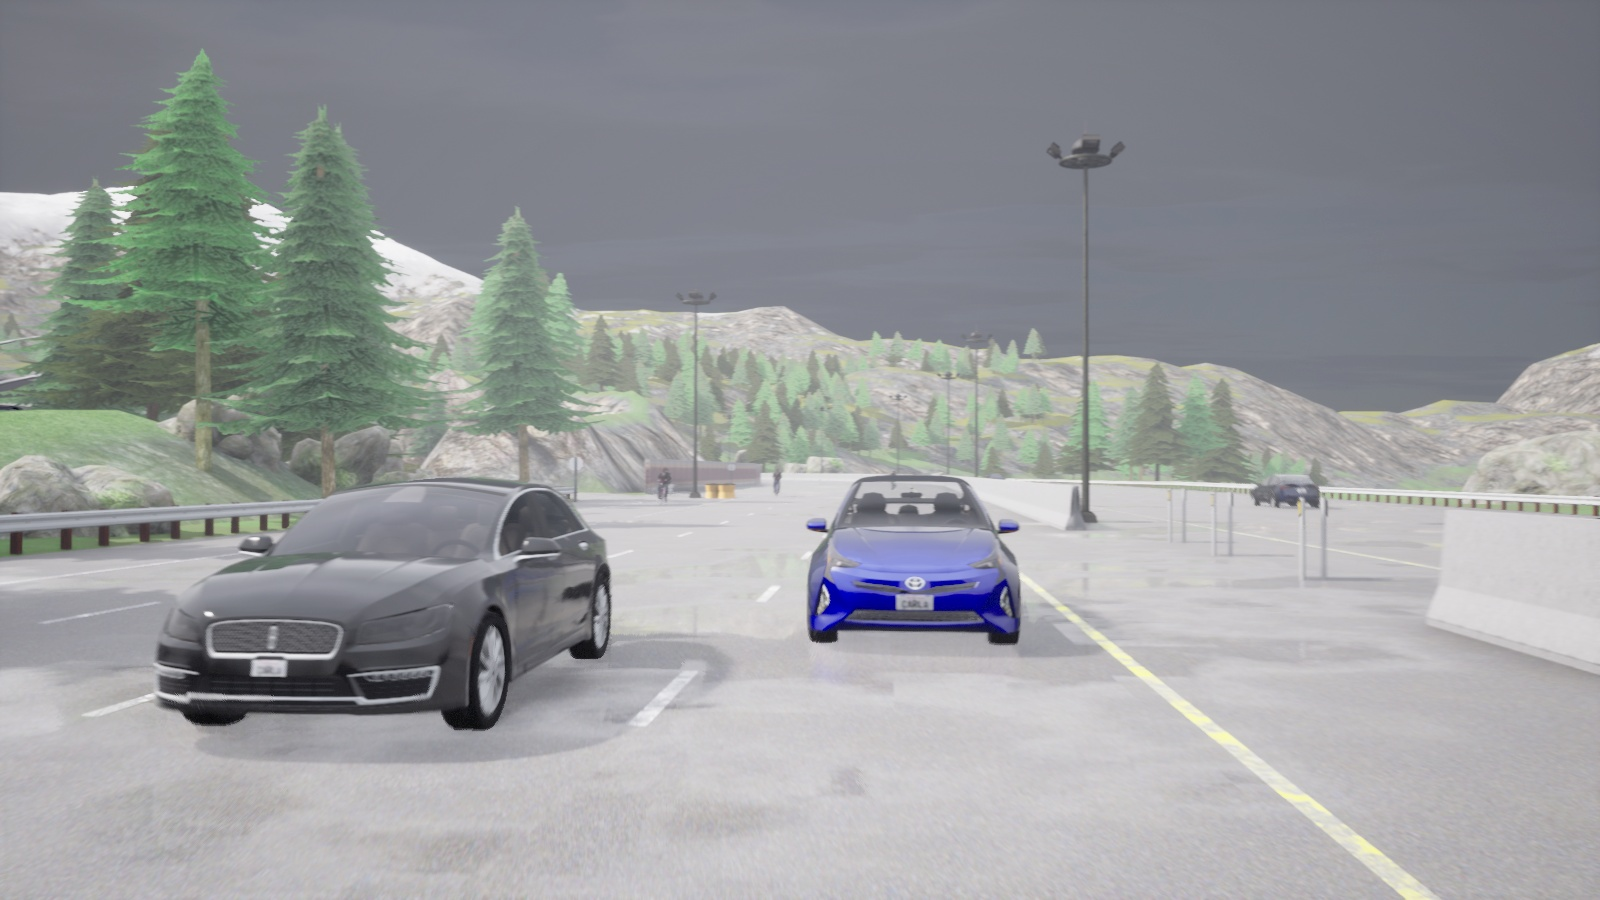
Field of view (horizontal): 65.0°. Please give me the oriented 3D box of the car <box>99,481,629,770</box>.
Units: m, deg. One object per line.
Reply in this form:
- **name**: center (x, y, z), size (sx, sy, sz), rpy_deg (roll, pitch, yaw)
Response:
- **car**: center (-2.656, 0.985, 9.093), size (1.837, 1.490, 4.892), rpy_deg (0, -1, 4)

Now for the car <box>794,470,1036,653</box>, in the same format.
- **car**: center (1.119, 0.970, 12.786), size (2.007, 1.525, 4.514), rpy_deg (0, -1, 4)

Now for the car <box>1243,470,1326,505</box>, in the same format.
- **car**: center (21.830, 1.664, 56.796), size (2.163, 1.488, 4.792), rpy_deg (0, -1, 4)
